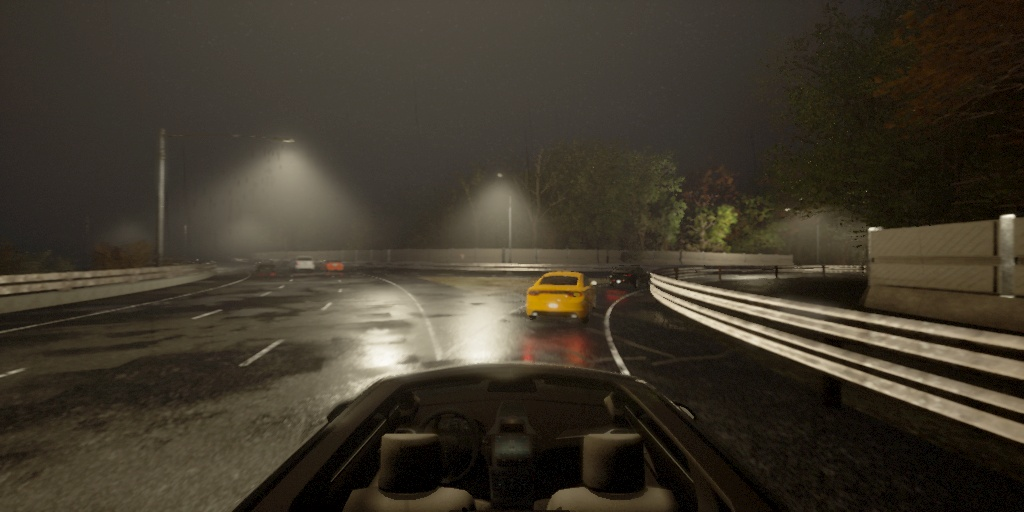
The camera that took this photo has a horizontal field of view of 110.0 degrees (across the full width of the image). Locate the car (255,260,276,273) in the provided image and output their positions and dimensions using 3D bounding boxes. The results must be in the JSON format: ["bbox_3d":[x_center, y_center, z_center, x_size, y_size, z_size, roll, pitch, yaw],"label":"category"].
[{"bbox_3d":[-30.485,1.256,44.347,2.128,1.511,4.902,1,0,-40],"label":"car"}]

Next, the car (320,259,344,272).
[{"bbox_3d":[-23.569,1.188,46.899,2.097,1.767,4.553,1,0,-37],"label":"car"}]

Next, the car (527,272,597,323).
[{"bbox_3d":[1.920,1.310,12.796,1.882,1.535,5.008,0,-1,17],"label":"car"}]

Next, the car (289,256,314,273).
[{"bbox_3d":[-26.263,1.023,44.774,2.150,2.045,5.566,1,0,-38],"label":"car"}]

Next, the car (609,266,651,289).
[{"bbox_3d":[8.555,1.467,25.626,1.837,1.490,4.892,-1,-1,38],"label":"car"}]
